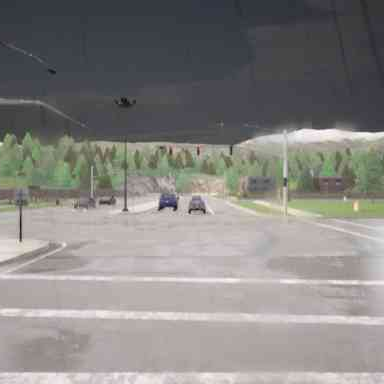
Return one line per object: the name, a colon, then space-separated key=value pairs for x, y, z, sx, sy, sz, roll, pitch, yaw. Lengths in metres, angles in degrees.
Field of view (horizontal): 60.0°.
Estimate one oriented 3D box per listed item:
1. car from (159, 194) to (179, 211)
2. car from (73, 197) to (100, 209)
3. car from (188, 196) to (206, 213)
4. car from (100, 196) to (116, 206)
car: x=-2.869 y=1.211 z=41.492 sx=2.150 sy=2.045 sz=5.566 roll=0 pitch=0 yaw=1
car: x=-14.491 y=1.494 z=45.195 sx=1.837 sy=1.490 sz=4.892 roll=0 pitch=0 yaw=1
car: x=0.565 y=1.538 z=37.018 sx=2.033 sy=1.411 sz=5.357 roll=0 pitch=0 yaw=1
car: x=-14.309 y=1.464 z=56.262 sx=1.882 sy=1.535 sz=5.008 roll=0 pitch=0 yaw=1
